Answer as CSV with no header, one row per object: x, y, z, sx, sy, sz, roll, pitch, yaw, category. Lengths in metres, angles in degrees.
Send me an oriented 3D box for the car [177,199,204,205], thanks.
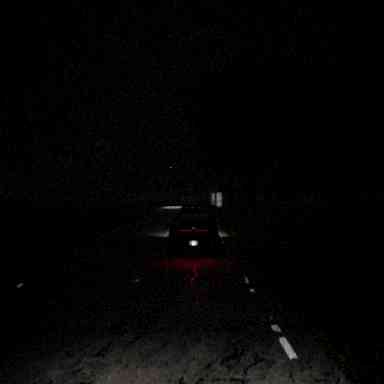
0.078,1.487,29.184,2.128,1.511,4.902,0,0,0,car

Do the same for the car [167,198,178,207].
-2.811,1.581,52.177,1.994,1.385,4.181,0,0,0,car

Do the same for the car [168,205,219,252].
0.075,1.499,13.910,1.837,1.490,4.892,0,0,0,car
